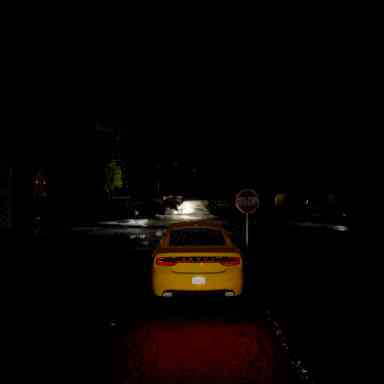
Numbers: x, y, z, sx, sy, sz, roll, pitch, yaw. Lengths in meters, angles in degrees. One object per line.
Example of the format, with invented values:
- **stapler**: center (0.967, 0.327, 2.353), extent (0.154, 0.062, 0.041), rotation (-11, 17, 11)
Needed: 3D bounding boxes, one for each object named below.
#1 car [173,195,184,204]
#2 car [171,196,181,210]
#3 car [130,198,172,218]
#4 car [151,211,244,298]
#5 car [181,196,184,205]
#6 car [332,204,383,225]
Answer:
- **car**: center (-2.691, 1.471, 66.476), extent (1.882, 1.535, 5.008), rotation (0, 0, 1)
- **car**: center (-2.786, 1.525, 42.769), extent (1.812, 1.442, 4.674), rotation (0, 0, 0)
- **car**: center (-3.863, 1.493, 29.911), extent (2.128, 1.511, 4.902), rotation (0, 0, 17)
- **car**: center (0.077, 1.479, 8.603), extent (1.882, 1.535, 5.008), rotation (0, 0, -1)
- **car**: center (-2.757, 1.523, 53.710), extent (1.812, 1.442, 4.674), rotation (0, 0, 0)
- **car**: center (12.998, 1.634, 24.599), extent (5.008, 1.535, 1.882), rotation (1, -1, 0)
